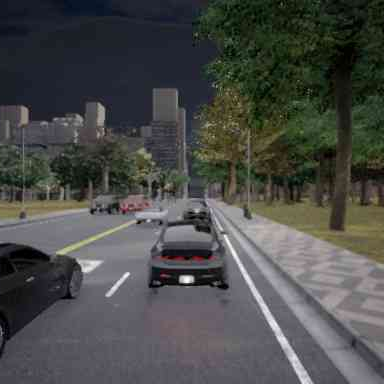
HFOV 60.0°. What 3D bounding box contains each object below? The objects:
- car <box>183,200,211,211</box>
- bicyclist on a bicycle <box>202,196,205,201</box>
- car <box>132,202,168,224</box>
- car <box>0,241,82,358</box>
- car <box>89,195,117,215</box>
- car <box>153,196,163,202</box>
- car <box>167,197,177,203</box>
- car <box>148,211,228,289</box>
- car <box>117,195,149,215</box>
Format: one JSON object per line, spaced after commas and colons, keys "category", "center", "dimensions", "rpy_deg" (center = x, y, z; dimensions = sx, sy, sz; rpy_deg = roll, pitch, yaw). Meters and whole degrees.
{"category": "car", "center": [0.431, 1.422, 26.200], "dimensions": [2.097, 1.767, 4.553], "rpy_deg": [0, 0, 2]}
{"category": "bicyclist on a bicycle", "center": [3.144, 1.893, 90.490], "dimensions": [0.659, 1.776, 1.843], "rpy_deg": [0, 0, 2]}
{"category": "car", "center": [-2.864, 1.667, 24.772], "dimensions": [1.895, 1.301, 4.718], "rpy_deg": [0, 0, 2]}
{"category": "car", "center": [-3.383, 1.536, 5.475], "dimensions": [1.812, 1.442, 4.674], "rpy_deg": [0, 0, 1]}
{"category": "car", "center": [-9.223, 1.335, 35.814], "dimensions": [2.150, 2.045, 5.566], "rpy_deg": [0, 0, 2]}
{"category": "car", "center": [-7.886, 1.735, 77.660], "dimensions": [2.128, 1.511, 4.902], "rpy_deg": [0, 0, 2]}
{"category": "car", "center": [-4.637, 1.760, 77.563], "dimensions": [1.994, 1.385, 4.181], "rpy_deg": [0, 0, 2]}
{"category": "car", "center": [-0.048, 1.525, 9.228], "dimensions": [1.837, 1.490, 4.892], "rpy_deg": [0, 0, 1]}
{"category": "car", "center": [-5.976, 1.334, 35.704], "dimensions": [2.150, 2.045, 5.566], "rpy_deg": [0, 0, 2]}
